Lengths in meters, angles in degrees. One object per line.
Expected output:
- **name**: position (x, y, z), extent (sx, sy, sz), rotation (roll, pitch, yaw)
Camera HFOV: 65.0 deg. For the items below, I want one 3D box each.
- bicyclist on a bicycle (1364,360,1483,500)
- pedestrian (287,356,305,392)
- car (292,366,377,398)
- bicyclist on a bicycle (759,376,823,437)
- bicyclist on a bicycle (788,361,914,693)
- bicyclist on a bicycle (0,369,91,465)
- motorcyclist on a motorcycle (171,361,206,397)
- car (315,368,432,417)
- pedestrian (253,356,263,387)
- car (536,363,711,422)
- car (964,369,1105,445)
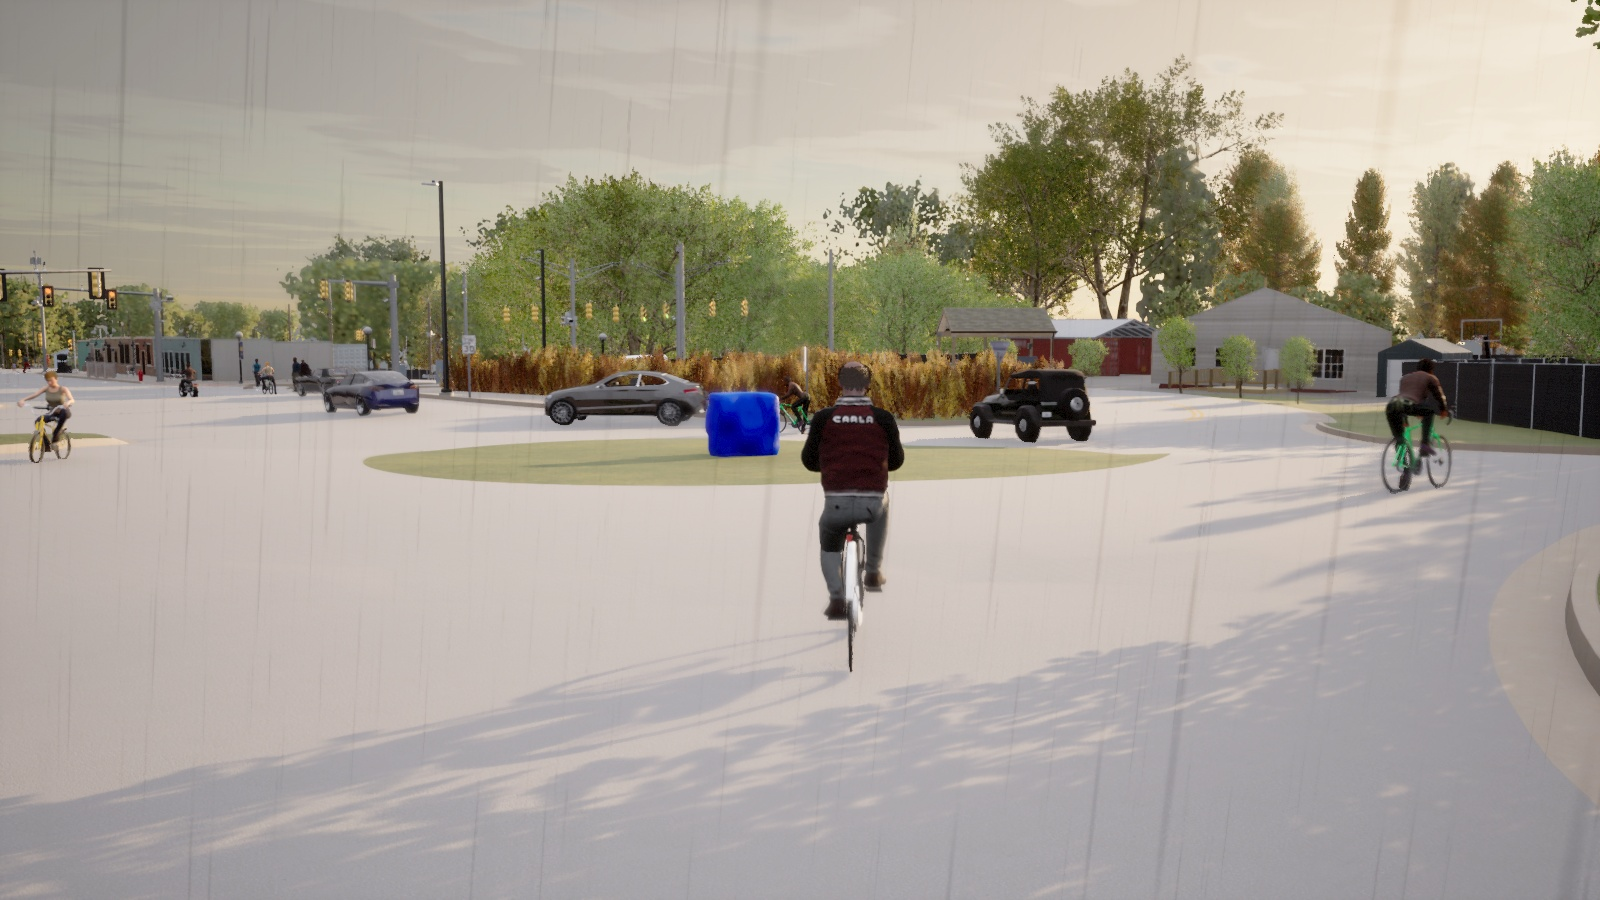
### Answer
- **bicyclist on a bicycle**: position (7.622, -0.278, 15.326), extent (1.656, 1.620, 0.582), rotation (-3, 4, -36)
- **pedestrian**: position (-26.254, -3.978, 65.418), extent (0.370, 1.835, 0.726), rotation (4, 7, 36)
- **car**: position (-20.611, -3.031, 55.458), extent (1.895, 1.301, 4.718), rotation (-5, 7, -41)
- **bicyclist on a bicycle**: position (-0.237, -1.215, 34.860), extent (1.656, 1.620, 0.582), rotation (2, 4, 11)
- **bicyclist on a bicycle**: position (0.332, 0.351, 7.608), extent (0.659, 1.776, 1.843), rotation (0, 4, 4)
- **bicyclist on a bicycle**: position (-13.309, -0.607, 22.147), extent (0.866, 1.612, 1.509), rotation (1, 3, -7)
- **motorcyclist on a motorcycle**: position (-28.900, -3.330, 59.313), extent (0.766, 1.649, 2.350), rotation (-5, 5, -42)
- **car**: position (-14.844, -2.029, 43.539), extent (2.163, 1.488, 4.792), rotation (-6, 7, -40)
- **pedestrian**: position (-33.995, -4.904, 78.754), extent (0.396, 1.930, 0.692), rotation (-4, 7, -34)
- **car**: position (-5.385, -1.798, 38.848), extent (5.027, 1.651, 2.152), rotation (1, 6, 3)
- **car**: position (6.170, -1.202, 33.496), extent (1.905, 1.878, 3.866), rotation (-1, 4, -22)
